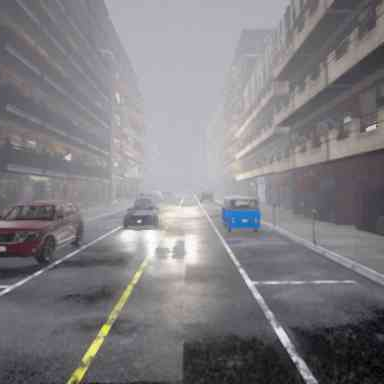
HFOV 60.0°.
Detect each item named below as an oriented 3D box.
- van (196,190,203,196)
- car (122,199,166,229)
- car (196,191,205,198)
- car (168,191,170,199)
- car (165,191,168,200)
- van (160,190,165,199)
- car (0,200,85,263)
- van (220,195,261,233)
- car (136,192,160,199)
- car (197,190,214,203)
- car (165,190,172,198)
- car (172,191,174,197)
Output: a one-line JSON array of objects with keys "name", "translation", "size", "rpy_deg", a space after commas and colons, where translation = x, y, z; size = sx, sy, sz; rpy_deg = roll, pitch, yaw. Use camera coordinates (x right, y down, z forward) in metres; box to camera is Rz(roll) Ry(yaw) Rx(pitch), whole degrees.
[{"name": "van", "translation": [2.027, 0.245, 91.291], "size": [1.690, 1.788, 3.998], "rpy_deg": [0, 1, 0]}, {"name": "car", "translation": [-2.859, 1.364, 19.941], "size": [1.994, 1.385, 4.181], "rpy_deg": [-1, 1, 0]}, {"name": "car", "translation": [2.097, 0.585, 79.952], "size": [2.008, 1.369, 4.403], "rpy_deg": [0, 1, 0]}, {"name": "car", "translation": [-5.678, 0.899, 62.864], "size": [1.947, 1.339, 4.313], "rpy_deg": [0, 1, 0]}, {"name": "car", "translation": [-5.644, 0.950, 57.193], "size": [2.008, 1.369, 4.403], "rpy_deg": [0, 1, 0]}, {"name": "van", "translation": [-5.609, 0.806, 51.521], "size": [1.690, 1.788, 3.998], "rpy_deg": [0, 1, 0]}, {"name": "car", "translation": [-5.366, 1.244, 11.828], "size": [2.192, 1.841, 5.009], "rpy_deg": [0, 1, 0]}, {"name": "van", "translation": [2.479, 1.100, 17.576], "size": [1.690, 1.788, 3.998], "rpy_deg": [0, 1, 0]}, {"name": "car", "translation": [-5.539, 0.913, 40.180], "size": [2.192, 1.841, 5.009], "rpy_deg": [0, 1, 0]}, {"name": "car", "translation": [2.270, 0.677, 51.597], "size": [2.192, 1.841, 5.009], "rpy_deg": [0, 1, 0]}, {"name": "car", "translation": [-5.713, 0.819, 68.534], "size": [2.008, 1.369, 4.403], "rpy_deg": [0, 1, 0]}, {"name": "car", "translation": [-5.748, 0.517, 74.202], "size": [2.192, 1.841, 5.009], "rpy_deg": [0, 1, 0]}]
